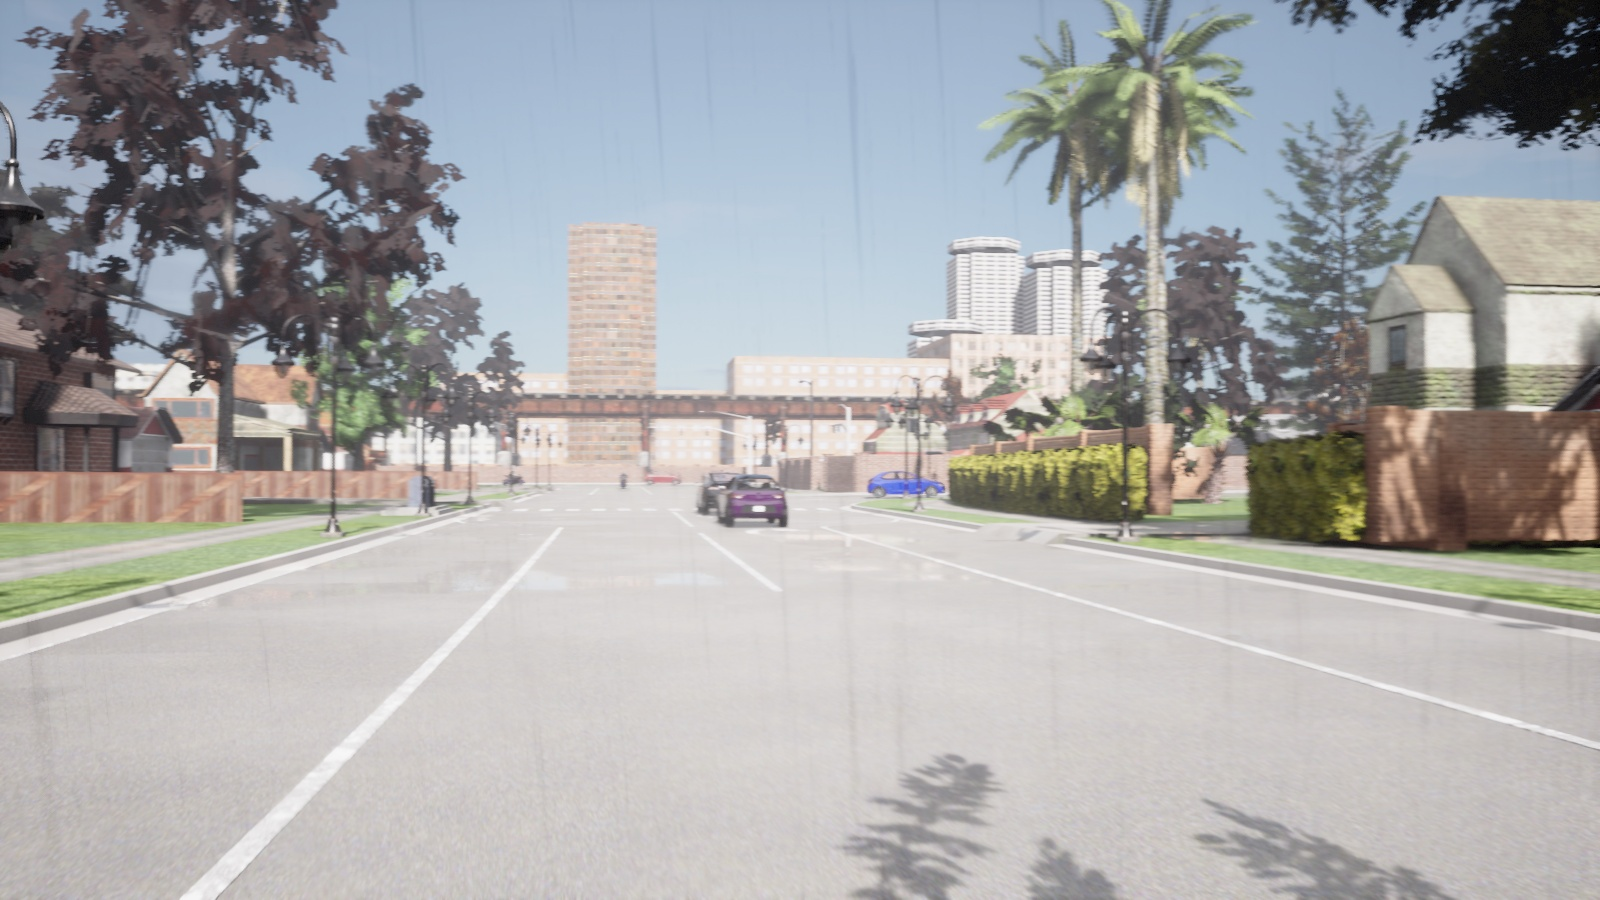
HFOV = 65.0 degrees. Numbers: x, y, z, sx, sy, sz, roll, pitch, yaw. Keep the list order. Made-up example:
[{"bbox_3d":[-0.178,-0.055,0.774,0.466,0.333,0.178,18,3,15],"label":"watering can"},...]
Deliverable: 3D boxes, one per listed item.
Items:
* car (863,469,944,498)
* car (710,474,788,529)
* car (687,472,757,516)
[{"bbox_3d":[5.530,1.803,67.080,4.193,1.474,1.816,-1,-1,5],"label":"car"},{"bbox_3d":[-1.532,1.446,36.239,1.816,1.474,4.193,0,-1,-8],"label":"car"},{"bbox_3d":[-2.894,1.553,45.529,2.128,1.511,4.902,0,-1,-8],"label":"car"}]
